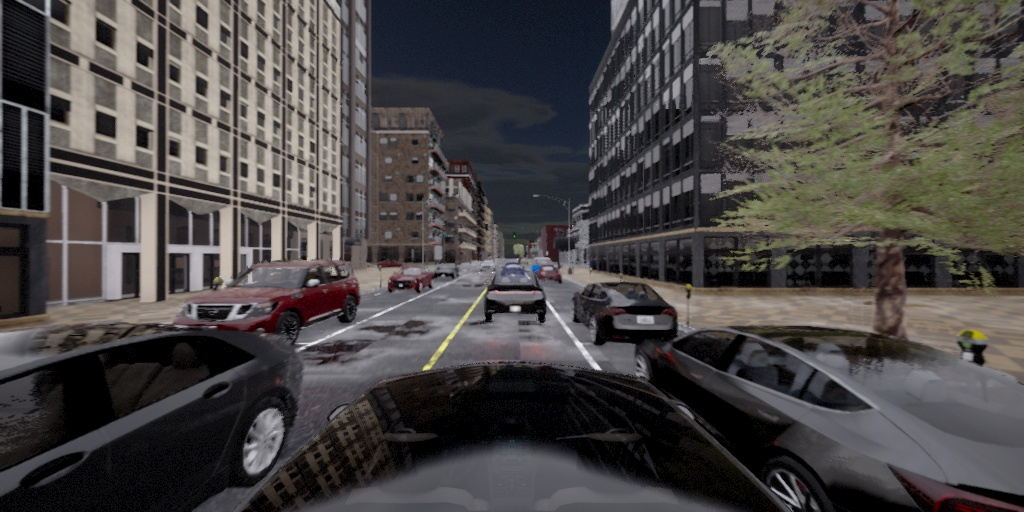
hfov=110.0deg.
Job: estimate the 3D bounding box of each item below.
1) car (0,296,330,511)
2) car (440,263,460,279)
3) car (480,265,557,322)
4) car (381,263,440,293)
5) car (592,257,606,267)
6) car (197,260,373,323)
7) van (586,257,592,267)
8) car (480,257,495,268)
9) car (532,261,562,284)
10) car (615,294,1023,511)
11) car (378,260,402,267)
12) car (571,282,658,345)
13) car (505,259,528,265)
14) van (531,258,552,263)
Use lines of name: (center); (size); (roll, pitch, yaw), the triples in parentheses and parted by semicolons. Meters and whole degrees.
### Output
car: (-3.100, 1.254, 1.799); (1.837, 1.490, 4.892); (0, 0, 0)
car: (-5.706, 1.259, 32.001); (1.948, 1.339, 4.313); (0, 0, 0)
car: (0.093, 1.220, 12.189); (2.128, 1.511, 4.902); (0, 0, 0)
car: (-5.701, 1.258, 20.624); (1.888, 1.381, 4.507); (0, 0, 0)
car: (14.892, 1.014, 52.870); (5.009, 1.841, 2.192); (0, 0, 0)
car: (-5.694, 1.049, 9.245); (2.192, 1.841, 5.009); (0, 0, 0)
van: (14.865, 1.066, 61.250); (3.998, 1.789, 1.690); (0, 0, 0)
car: (-3.023, 1.203, 45.429); (1.812, 1.442, 4.674); (0, 0, 0)
car: (2.644, 1.285, 26.290); (1.802, 1.307, 4.207); (0, 0, 0)
car: (2.656, 1.312, 3.534); (1.948, 1.339, 4.313); (0, 0, 0)
car: (-17.494, 1.188, 52.776); (4.207, 1.307, 1.802); (0, 0, 0)
car: (2.653, 1.300, 9.223); (1.948, 1.339, 4.313); (0, 0, 0)
car: (0.085, 1.225, 28.615); (1.812, 1.442, 4.674); (0, 0, 0)
van: (2.641, 1.035, 31.979); (1.690, 1.789, 3.998); (0, 0, 0)
